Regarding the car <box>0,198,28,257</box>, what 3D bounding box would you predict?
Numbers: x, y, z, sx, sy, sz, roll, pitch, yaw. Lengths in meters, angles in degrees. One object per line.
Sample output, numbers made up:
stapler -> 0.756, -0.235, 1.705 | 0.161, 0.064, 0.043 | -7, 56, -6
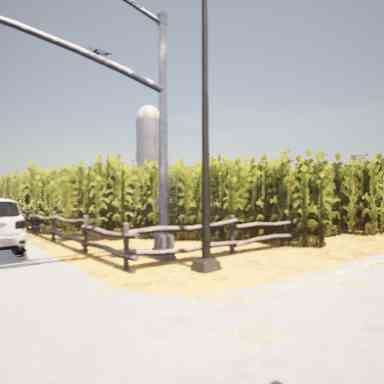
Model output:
car -> -7.735, 1.236, 12.209 | 2.150, 2.045, 5.566 | -1, 0, -40
